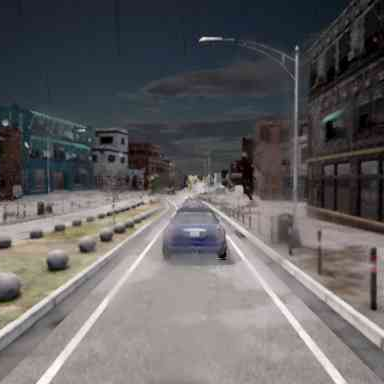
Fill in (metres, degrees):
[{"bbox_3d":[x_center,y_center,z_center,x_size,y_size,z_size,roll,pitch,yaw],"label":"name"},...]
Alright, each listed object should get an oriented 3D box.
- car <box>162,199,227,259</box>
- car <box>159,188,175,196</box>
[{"bbox_3d":[0.099,1.330,12.584,2.097,1.767,4.553,0,0,0],"label":"car"},{"bbox_3d":[-4.825,-0.064,66.112,2.033,1.411,5.357,1,2,14],"label":"car"}]
